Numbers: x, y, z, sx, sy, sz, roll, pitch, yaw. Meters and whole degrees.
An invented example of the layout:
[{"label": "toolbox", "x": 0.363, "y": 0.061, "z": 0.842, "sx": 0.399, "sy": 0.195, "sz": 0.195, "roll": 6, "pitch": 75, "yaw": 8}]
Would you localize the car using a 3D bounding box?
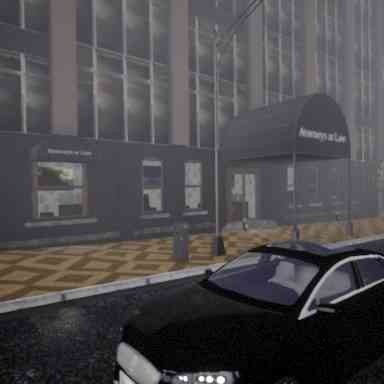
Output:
[{"label": "car", "x": 1.386, "y": 1.489, "z": 4.456, "sx": 4.902, "sy": 1.511, "sz": 2.128, "roll": 0, "pitch": 0, "yaw": -37}]
